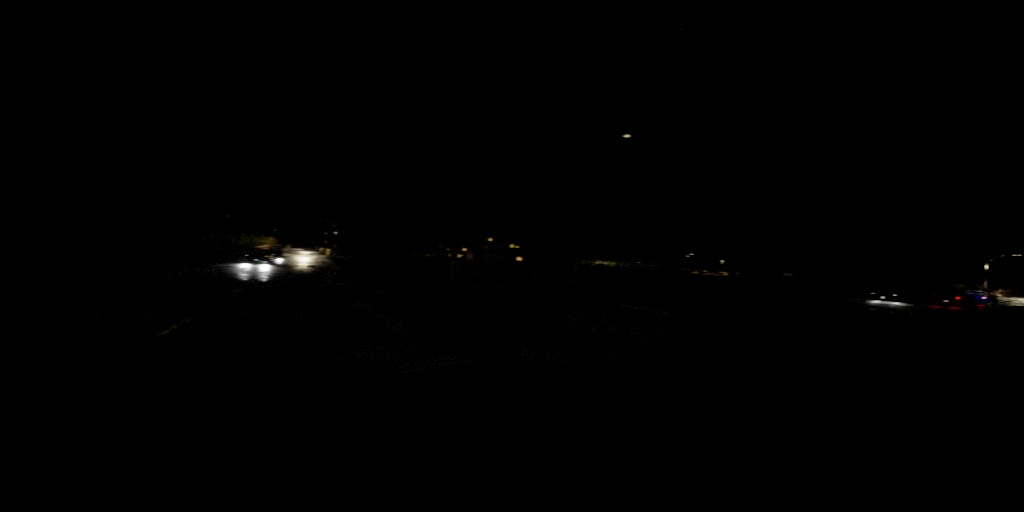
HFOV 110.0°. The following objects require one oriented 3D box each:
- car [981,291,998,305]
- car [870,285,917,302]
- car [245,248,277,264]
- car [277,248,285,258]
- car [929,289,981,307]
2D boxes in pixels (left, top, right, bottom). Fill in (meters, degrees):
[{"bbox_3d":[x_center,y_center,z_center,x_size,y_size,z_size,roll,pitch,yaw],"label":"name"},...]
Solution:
[{"bbox_3d":[46.530,4.085,35.709,4.718,1.301,1.895,3,0,-29],"label":"car"},{"bbox_3d":[33.874,3.270,31.758,5.357,1.411,2.033,3,0,-29],"label":"car"},{"bbox_3d":[-23.671,-0.024,33.673,1.895,1.301,4.718,4,-1,-29],"label":"car"},{"bbox_3d":[-31.899,-0.457,48.379,1.895,1.301,4.718,4,-1,-29],"label":"car"},{"bbox_3d":[37.863,3.561,30.731,4.718,1.301,1.895,3,0,-29],"label":"car"}]
